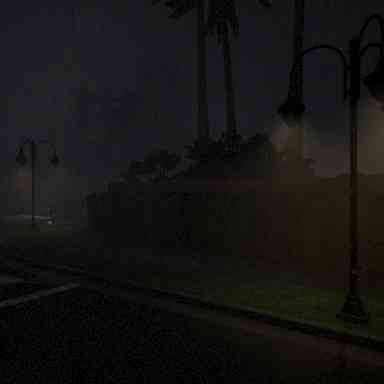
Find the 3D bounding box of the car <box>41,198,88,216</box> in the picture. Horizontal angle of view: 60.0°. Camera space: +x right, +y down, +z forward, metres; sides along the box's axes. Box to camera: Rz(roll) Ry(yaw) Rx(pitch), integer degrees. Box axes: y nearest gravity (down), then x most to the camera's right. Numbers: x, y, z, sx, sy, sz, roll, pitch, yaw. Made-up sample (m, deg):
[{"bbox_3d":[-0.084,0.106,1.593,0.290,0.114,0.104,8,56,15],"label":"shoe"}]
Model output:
[{"bbox_3d":[-11.653,1.337,31.210,1.837,1.490,4.892,0,0,36],"label":"car"}]
